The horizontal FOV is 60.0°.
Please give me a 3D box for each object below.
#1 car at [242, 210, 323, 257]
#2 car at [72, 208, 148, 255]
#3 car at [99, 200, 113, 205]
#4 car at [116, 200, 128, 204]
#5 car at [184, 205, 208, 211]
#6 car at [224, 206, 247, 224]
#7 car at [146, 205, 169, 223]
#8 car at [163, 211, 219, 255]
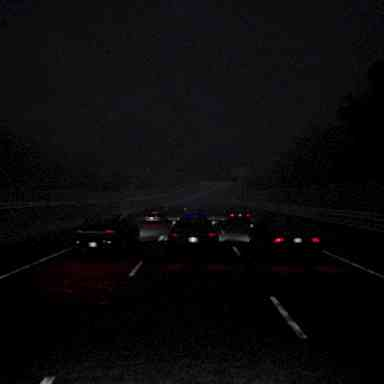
[{"bbox_3d":[3.567,1.695,13.635,2.033,1.411,5.357,0,-1,1],"label":"car"},{"bbox_3d":[-3.425,1.643,14.025,2.128,1.511,4.902,0,-1,1],"label":"car"},{"bbox_3d":[-18.813,2.505,73.277,2.033,1.411,5.357,0,-1,3],"label":"car"},{"bbox_3d":[-15.321,2.518,73.044,1.994,1.385,4.181,0,-1,3],"label":"car"},{"bbox_3d":[0.340,1.834,29.055,1.882,1.535,5.008,0,-1,2],"label":"car"},{"bbox_3d":[3.822,1.897,28.481,2.033,1.411,5.357,0,-1,1],"label":"car"},{"bbox_3d":[-3.165,1.861,28.961,1.837,1.490,4.892,0,0,2],"label":"car"},{"bbox_3d":[0.073,1.716,13.999,1.994,1.385,4.181,0,-1,1],"label":"car"}]
